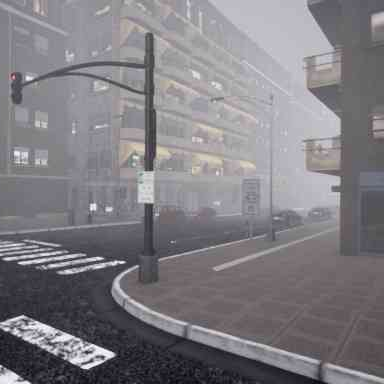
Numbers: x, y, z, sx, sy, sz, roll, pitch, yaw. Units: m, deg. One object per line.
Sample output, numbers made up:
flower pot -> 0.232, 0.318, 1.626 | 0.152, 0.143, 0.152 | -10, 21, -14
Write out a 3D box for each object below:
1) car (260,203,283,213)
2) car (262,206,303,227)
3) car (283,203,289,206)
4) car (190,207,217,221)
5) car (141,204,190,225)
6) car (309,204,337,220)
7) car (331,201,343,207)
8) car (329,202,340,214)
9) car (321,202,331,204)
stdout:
car -> 10.597, 2.325, 46.148 | 1.887, 1.381, 4.507 | -1, -1, 35
car -> 7.721, 2.095, 27.421 | 1.947, 1.339, 4.313 | -1, -2, 35
car -> 13.735, 2.403, 50.671 | 1.752, 1.417, 4.829 | -1, -1, 35
car -> 0.892, 2.062, 32.162 | 1.802, 1.307, 4.206 | -1, -1, 35
car -> -2.343, 1.820, 27.503 | 1.967, 1.590, 4.097 | -1, -1, 35
car -> 14.192, 2.295, 36.745 | 1.947, 1.339, 4.313 | -1, -2, 35
car -> 36.451, 3.020, 83.464 | 1.967, 1.590, 4.097 | -1, -1, 35
car -> 20.759, 2.458, 46.210 | 1.752, 1.417, 4.829 | -1, -2, 35
car -> 19.529, 2.545, 48.900 | 1.895, 1.301, 4.718 | 0, -1, 35
